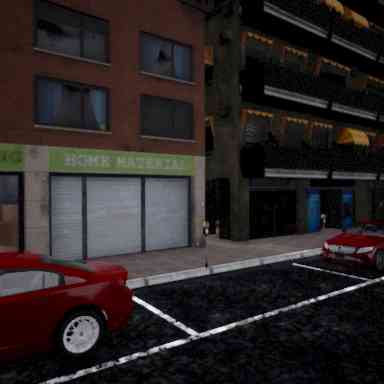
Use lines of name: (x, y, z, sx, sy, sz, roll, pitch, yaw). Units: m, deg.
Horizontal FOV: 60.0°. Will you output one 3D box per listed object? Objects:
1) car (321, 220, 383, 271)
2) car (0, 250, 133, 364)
car: (5.971, 1.580, 10.827, 4.206, 1.307, 1.802, 0, 0, -35)
car: (-3.023, 1.543, 4.413, 4.507, 1.381, 1.887, 0, 0, -35)
